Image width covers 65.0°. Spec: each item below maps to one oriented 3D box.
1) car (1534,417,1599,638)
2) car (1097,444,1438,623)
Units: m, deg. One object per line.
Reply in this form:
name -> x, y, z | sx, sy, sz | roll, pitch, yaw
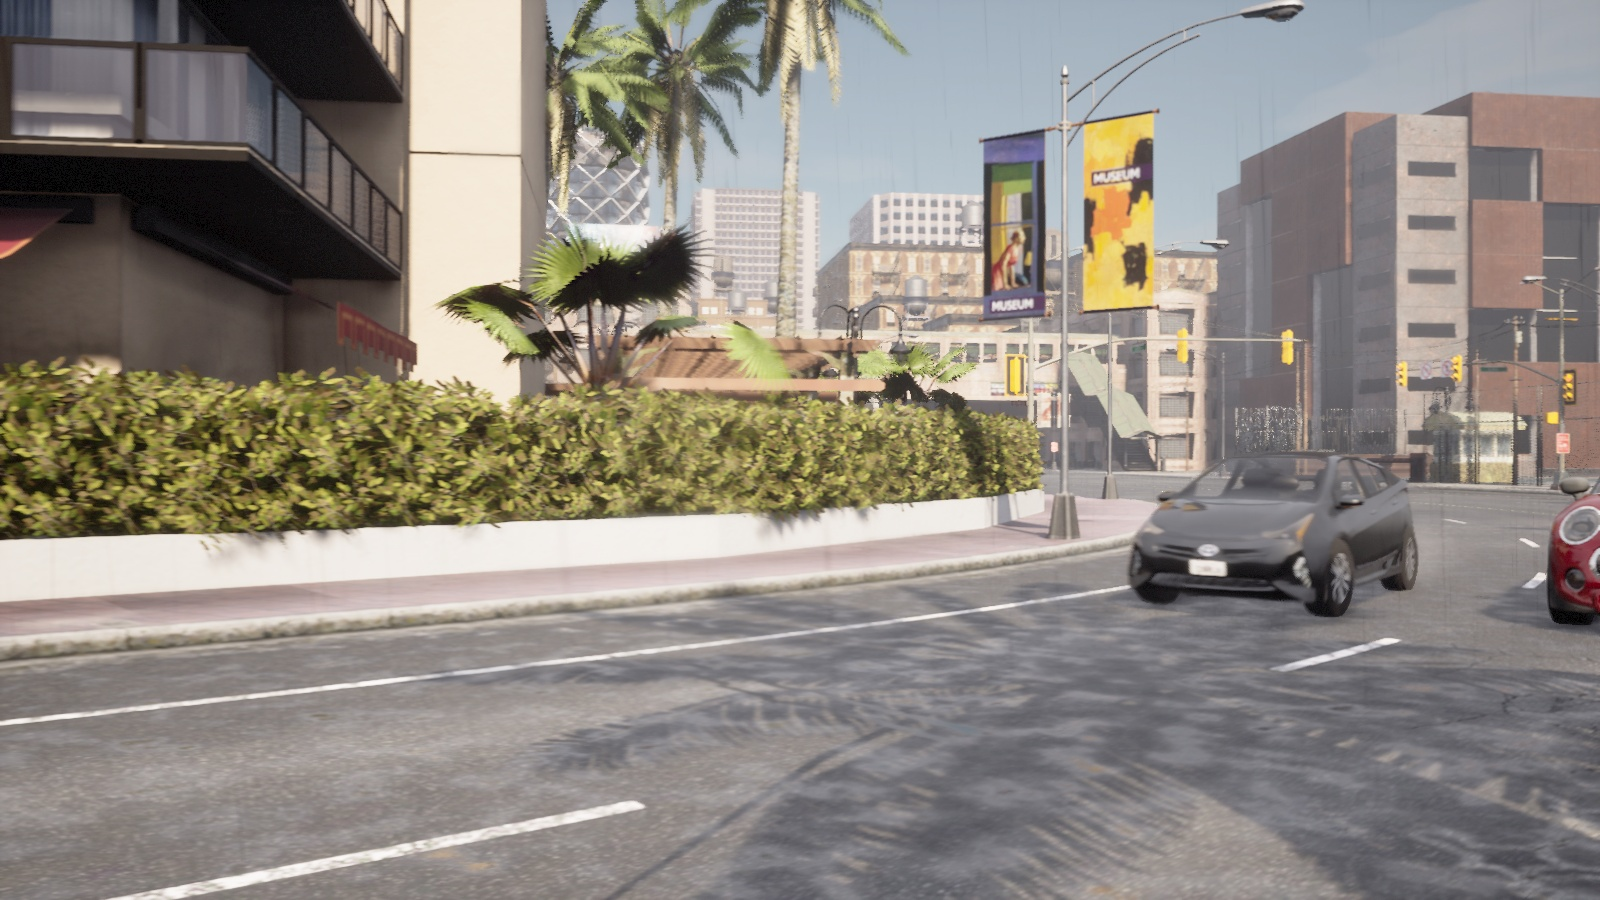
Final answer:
car -> 8.245, 0.618, 11.483 | 2.097, 1.767, 4.553 | 0, 0, 37
car -> 5.020, 0.719, 13.080 | 2.007, 1.525, 4.514 | 0, 0, 39
